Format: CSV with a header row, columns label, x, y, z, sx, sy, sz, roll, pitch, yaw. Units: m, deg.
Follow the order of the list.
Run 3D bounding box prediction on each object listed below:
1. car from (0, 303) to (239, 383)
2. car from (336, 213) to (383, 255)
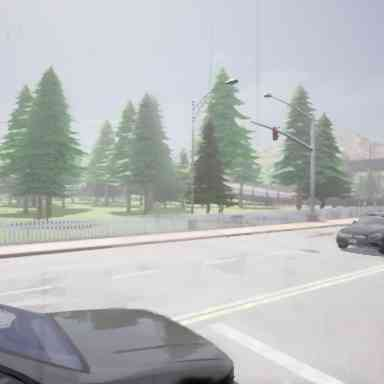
label,x,y,z,sx,sy,sz,roll,pitch,yaw
car,-2.134,1.544,2.243,5.357,1.411,2.033,0,0,-36
car,7.972,1.623,13.938,4.674,1.442,1.812,0,0,-36
